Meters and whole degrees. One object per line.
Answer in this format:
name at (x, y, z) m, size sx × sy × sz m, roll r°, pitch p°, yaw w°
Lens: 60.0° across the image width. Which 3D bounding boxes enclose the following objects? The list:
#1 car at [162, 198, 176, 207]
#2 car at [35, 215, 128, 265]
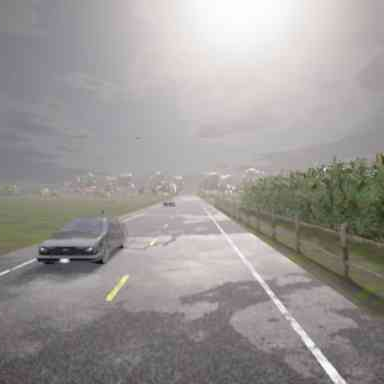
car at (-3.570, 1.606, 52.773) m, size 2.033 × 1.411 × 5.357 m, roll 0°, pitch 0°, yaw 1°
car at (-3.602, 1.563, 12.057) m, size 2.033 × 1.411 × 5.357 m, roll 0°, pitch 0°, yaw 0°
